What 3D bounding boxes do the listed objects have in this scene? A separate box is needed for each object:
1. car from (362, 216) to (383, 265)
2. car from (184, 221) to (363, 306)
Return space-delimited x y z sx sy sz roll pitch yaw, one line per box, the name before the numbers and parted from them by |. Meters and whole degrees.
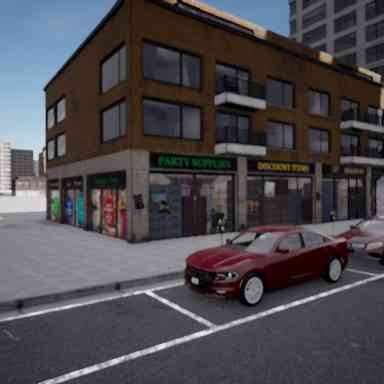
car | 6.381 1.485 11.101 4.206 1.307 1.802 -1 0 -36
car | 1.887 1.494 7.886 4.507 1.381 1.887 -1 0 -36
